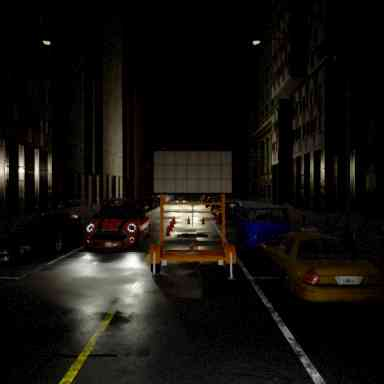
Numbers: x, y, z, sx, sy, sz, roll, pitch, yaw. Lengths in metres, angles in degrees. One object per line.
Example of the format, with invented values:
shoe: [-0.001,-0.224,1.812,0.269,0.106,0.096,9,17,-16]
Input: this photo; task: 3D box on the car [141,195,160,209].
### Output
car: [-5.673,1.321,41.845,2.192,1.841,5.009,0,0,0]

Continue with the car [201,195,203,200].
car: [2.878,1.575,53.109,1.947,1.339,4.313,0,0,0]

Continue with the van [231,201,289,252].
van: [2.789,1.342,13.655,1.690,1.788,3.998,0,0,0]

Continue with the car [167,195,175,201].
car: [-5.573,1.543,86.769,1.752,1.417,4.829,0,0,0]

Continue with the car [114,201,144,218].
car: [-5.697,1.570,30.572,1.947,1.339,4.313,0,0,0]

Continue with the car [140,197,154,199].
car: [-5.685,1.571,36.208,1.947,1.339,4.313,0,0,0]

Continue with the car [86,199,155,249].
car: [-3.069,1.353,14.518,2.097,1.767,4.553,0,0,0]

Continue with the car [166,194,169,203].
car: [-5.635,1.450,58.755,1.967,1.590,4.097,0,0,0]

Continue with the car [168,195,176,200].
car: [-5.560,1.572,92.575,2.008,1.369,4.403,0,0,0]

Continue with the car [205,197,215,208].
car: [2.840,1.556,36.200,2.008,1.369,4.403,0,0,0]

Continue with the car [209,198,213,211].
car: [2.828,1.529,30.734,1.752,1.417,4.829,0,0,0]

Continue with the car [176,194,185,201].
car: [-2.814,1.368,83.589,2.097,1.767,4.553,0,0,0]

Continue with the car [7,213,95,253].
car: [-5.735,1.567,13.661,1.947,1.339,4.313,0,0,0]

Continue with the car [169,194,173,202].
car: [-5.610,1.453,70.029,1.967,1.590,4.097,0,0,0]

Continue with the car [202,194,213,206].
car: [2.865,1.448,47.472,1.967,1.590,4.097,0,0,0]

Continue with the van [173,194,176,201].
van: [-5.585,1.357,81.302,1.690,1.788,3.998,0,0,0]

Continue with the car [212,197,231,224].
car: [2.815,1.443,24.928,1.967,1.590,4.097,0,0,0]

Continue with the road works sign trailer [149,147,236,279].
road works sign trailer: [0.022,0.465,9.977,2.380,3.560,2.880,0,0,0]

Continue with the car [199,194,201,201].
car: [2.890,1.325,58.746,2.192,1.841,5.009,0,0,0]

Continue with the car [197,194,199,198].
car: [2.940,1.456,81.290,1.967,1.590,4.097,0,0,0]

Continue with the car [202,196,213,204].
car: [2.903,1.556,64.382,1.887,1.381,4.507,0,0,0]

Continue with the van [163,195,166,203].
van: [-5.648,1.350,53.119,1.690,1.788,3.998,0,0,0]

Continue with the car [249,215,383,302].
car: [2.778,1.526,8.189,1.752,1.417,4.829,0,0,0]
